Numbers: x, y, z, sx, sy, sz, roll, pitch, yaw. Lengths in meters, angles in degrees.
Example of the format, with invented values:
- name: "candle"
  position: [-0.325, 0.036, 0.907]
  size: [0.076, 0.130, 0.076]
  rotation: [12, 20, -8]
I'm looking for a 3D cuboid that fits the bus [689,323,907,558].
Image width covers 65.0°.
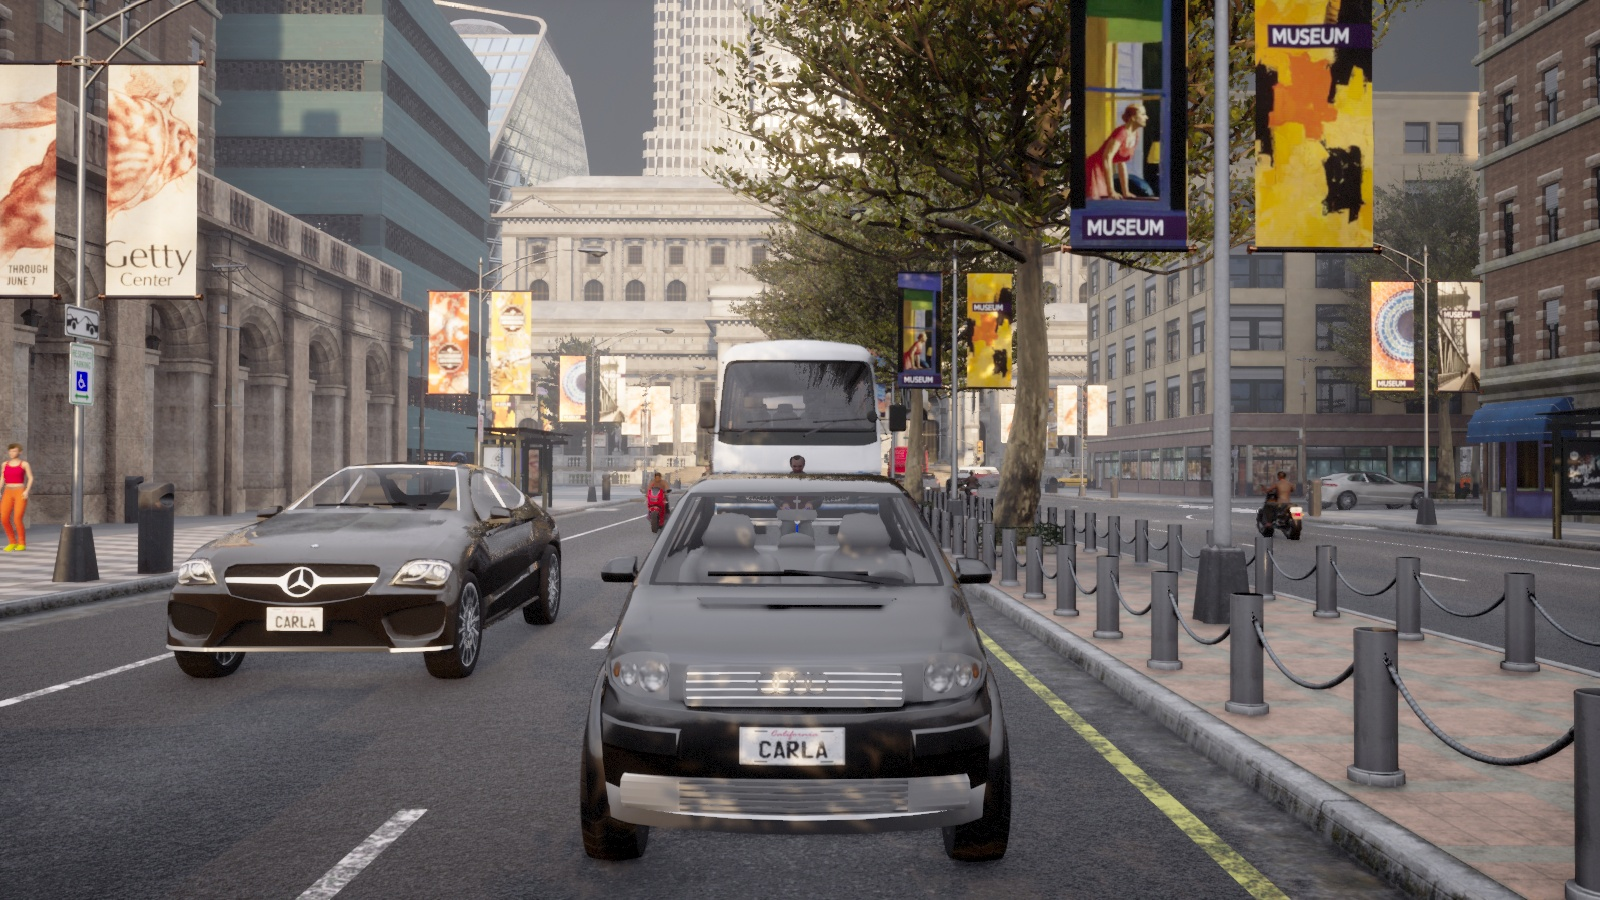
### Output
- name: "bus"
  position: [-0.053, -0.094, 27.929]
  size: [3.944, 4.253, 10.273]
  rotation: [0, -1, 0]

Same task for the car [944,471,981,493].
- name: "car"
  position: [11.302, 2.213, 87.519]
  size: [1.882, 1.535, 5.008]
  rotation: [0, -1, 0]

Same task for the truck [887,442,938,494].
- name: "truck"
  position: [7.820, 1.282, 88.391]
  size: [2.891, 3.462, 7.936]
  rotation: [0, -1, 0]

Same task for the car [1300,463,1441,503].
- name: "car"
  position: [24.113, 1.387, 53.160]
  size: [5.027, 1.651, 2.152]
  rotation: [0, -1, -7]

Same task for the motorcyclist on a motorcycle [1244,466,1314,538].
- name: "motorcyclist on a motorcycle"
  position: [11.449, 1.223, 30.100]
  size: [0.766, 1.649, 2.350]
  rotation: [0, -1, 0]

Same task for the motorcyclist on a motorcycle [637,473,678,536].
- name: "motorcyclist on a motorcycle"
  position: [-3.553, 1.338, 31.441]
  size: [0.797, 1.523, 2.044]
  rotation: [0, -1, 0]

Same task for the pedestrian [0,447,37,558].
- name: "pedestrian"
  position: [-13.164, 0.877, 21.064]
  size: [0.345, 1.836, 0.594]
  rotation: [0, -1, 0]

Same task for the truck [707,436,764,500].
- name: "truck"
  position: [-3.628, 1.059, 72.366]
  size: [2.891, 3.462, 7.936]
  rotation: [0, -1, 0]

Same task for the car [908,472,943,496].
- name: "car"
  position: [7.865, 2.121, 79.164]
  size: [1.845, 1.501, 3.633]
  rotation: [0, -1, 0]

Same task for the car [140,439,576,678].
- name: "car"
  position: [-3.521, 0.796, 11.253]
  size: [2.152, 1.651, 5.027]
  rotation: [0, -1, 0]

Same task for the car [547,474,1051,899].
- name: "car"
  position: [-0.010, 0.899, 6.324]
  size: [1.789, 1.549, 3.705]
  rotation: [0, -1, 0]
